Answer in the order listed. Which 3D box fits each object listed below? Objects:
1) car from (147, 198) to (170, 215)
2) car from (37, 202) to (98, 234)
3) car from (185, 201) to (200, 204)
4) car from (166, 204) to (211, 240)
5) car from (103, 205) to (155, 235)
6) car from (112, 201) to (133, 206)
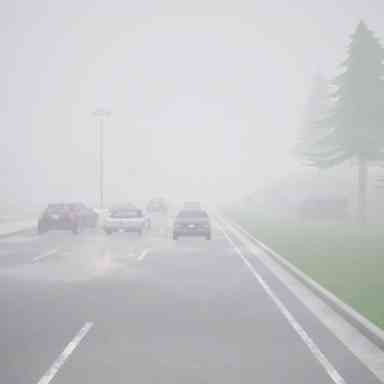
[{"bbox_3d":[-3.456,1.351,34.156,2.097,1.767,4.553,0,0,0],"label":"car"},{"bbox_3d":[-6.957,1.351,19.156,2.097,1.767,4.553,0,0,0],"label":"car"},{"bbox_3d":[0.023,1.548,32.077,2.033,1.411,5.357,0,0,0],"label":"car"},{"bbox_3d":[0.022,1.548,17.114,2.033,1.411,5.357,0,0,1],"label":"car"},{"bbox_3d":[-3.462,1.601,18.629,1.895,1.301,4.718,0,0,0],"label":"car"},{"bbox_3d":[-6.962,1.601,33.632,1.895,1.301,4.718,0,0,1],"label":"car"}]
